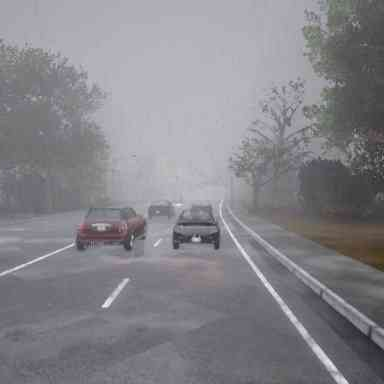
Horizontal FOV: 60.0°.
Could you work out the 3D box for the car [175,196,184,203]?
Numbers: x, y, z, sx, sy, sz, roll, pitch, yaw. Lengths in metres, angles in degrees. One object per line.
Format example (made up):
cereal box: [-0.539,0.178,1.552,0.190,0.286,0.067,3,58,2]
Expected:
car: [-2.803,1.519,67.493,2.128,1.511,4.902,0,0,6]

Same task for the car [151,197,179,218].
car: [-2.613,1.482,29.370,1.882,1.535,5.008,0,0,3]

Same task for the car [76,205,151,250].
car: [-3.281,1.363,14.408,2.097,1.767,4.553,0,0,2]

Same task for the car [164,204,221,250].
car: [0.218,1.492,14.334,2.128,1.511,4.902,0,0,2]

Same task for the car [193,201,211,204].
car: [0.881,1.482,29.161,1.882,1.535,5.008,0,0,3]
